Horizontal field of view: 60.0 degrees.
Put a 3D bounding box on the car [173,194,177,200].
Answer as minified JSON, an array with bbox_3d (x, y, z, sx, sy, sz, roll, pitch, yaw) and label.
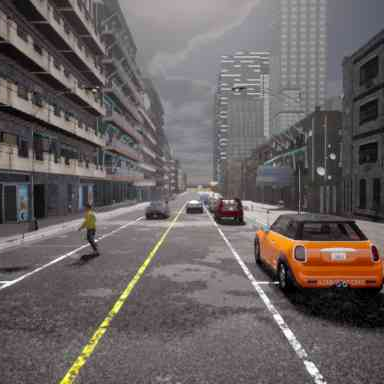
[{"bbox_3d":[-5.242,1.510,81.681,1.802,1.307,4.206,-1,0,0],"label":"car"}]

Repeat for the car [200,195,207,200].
[{"bbox_3d":[3.201,1.457,92.838,1.887,1.381,4.507,-1,0,0],"label":"car"}]

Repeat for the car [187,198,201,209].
[{"bbox_3d":[0.312,1.570,46.797,1.895,1.301,4.718,0,0,1],"label":"car"}]

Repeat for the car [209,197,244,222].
[{"bbox_3d":[2.785,1.301,25.879,2.192,1.841,5.009,-1,0,0],"label":"car"}]

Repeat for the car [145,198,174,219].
[{"bbox_3d":[-2.935,1.531,29.420,2.033,1.411,5.357,0,0,0],"label":"car"}]

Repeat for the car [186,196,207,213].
[{"bbox_3d":[0.300,1.525,37.163,2.033,1.411,5.357,0,0,0],"label":"car"}]

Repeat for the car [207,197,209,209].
[{"bbox_3d":[2.876,1.503,37.209,1.752,1.417,4.829,-1,0,0],"label":"car"}]

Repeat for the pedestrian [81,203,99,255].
[{"bbox_3d":[-3.606,1.288,11.839,0.375,1.860,0.375,-1,1,0],"label":"pedestrian"}]

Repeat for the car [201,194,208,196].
[{"bbox_3d":[3.012,1.538,59.358,1.802,1.307,4.206,-1,0,0],"label":"car"}]

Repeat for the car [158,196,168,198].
[{"bbox_3d":[-5.400,1.545,53.780,1.802,1.307,4.206,-1,0,0],"label":"car"}]

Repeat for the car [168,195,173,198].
[{"bbox_3d":[-5.337,1.494,64.940,1.887,1.381,4.507,-1,0,0],"label":"car"}]

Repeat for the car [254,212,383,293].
[{"bbox_3d":[3.049,1.347,9.013,2.097,1.767,4.553,0,0,0],"label":"car"}]
